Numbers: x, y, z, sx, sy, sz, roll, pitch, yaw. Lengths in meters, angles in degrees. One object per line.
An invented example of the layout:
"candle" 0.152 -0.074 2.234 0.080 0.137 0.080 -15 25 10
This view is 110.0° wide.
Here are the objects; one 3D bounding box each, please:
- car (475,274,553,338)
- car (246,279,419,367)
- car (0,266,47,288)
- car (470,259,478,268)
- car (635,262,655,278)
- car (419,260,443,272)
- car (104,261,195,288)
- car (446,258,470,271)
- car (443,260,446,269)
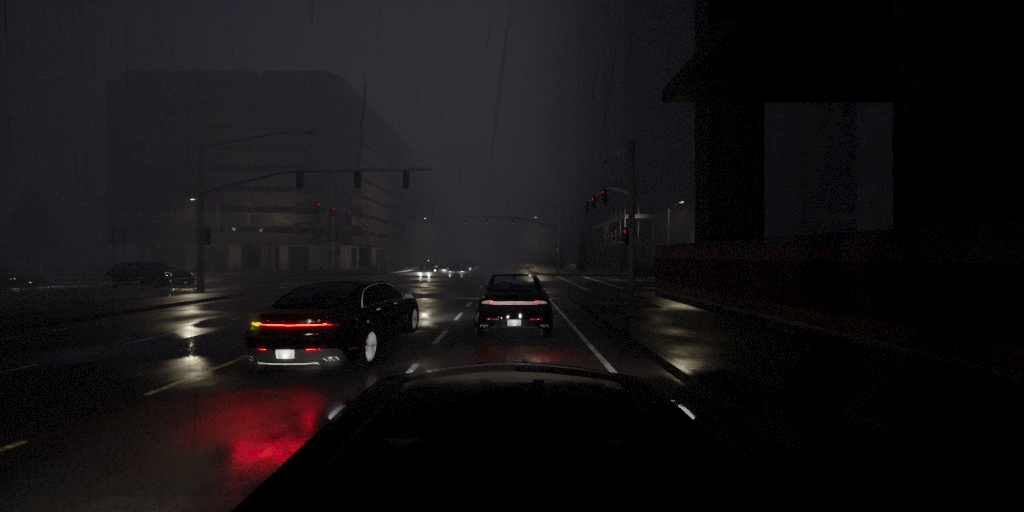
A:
"car" 0.059 1.242 10.229 2.128 1.511 4.902 0 0 0
"car" -3.451 1.255 7.909 1.837 1.490 4.892 0 0 0
"car" -34.321 1.353 23.601 5.357 1.411 2.033 0 0 0
"car" -7.411 1.314 60.285 1.994 1.385 4.181 0 0 1
"car" 13.946 1.297 34.220 4.902 1.511 2.128 0 0 0
"car" -10.984 1.241 47.497 2.128 1.511 4.902 0 0 0
"car" -23.706 1.157 23.584 4.553 1.767 2.097 0 0 0
"car" -7.491 1.228 50.268 1.882 1.535 5.008 0 0 0
"car" -10.954 1.351 56.841 1.895 1.301 4.718 0 0 1
